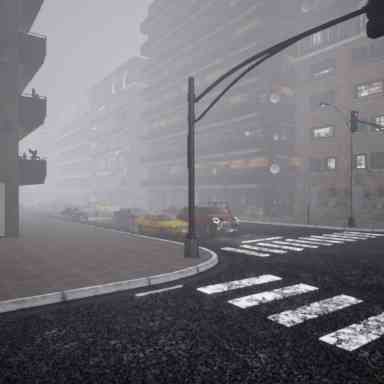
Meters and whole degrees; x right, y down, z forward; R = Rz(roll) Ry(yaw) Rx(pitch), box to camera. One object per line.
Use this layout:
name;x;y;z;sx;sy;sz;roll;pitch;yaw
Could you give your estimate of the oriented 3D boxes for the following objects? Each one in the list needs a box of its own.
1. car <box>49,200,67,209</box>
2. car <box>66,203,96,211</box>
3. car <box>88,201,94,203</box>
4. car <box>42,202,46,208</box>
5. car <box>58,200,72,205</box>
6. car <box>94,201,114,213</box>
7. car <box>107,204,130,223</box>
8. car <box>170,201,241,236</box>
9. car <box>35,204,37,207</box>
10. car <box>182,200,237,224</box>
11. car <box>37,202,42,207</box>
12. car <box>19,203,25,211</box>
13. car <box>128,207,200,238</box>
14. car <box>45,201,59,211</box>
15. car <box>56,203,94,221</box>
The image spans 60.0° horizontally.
car;-28.574;2.623;70.824;2.192;1.841;5.009;-1;0;-36
car;-13.801;2.335;40.821;1.895;1.301;4.718;0;-1;-36
car;-16.464;2.307;55.000;2.097;1.767;4.553;0;-1;-36
car;-31.901;2.972;75.401;1.947;1.339;4.313;-1;0;-36
car;-19.605;2.530;54.197;2.033;1.411;5.357;0;-1;-36
car;-12.441;2.290;49.539;1.801;1.575;5.366;0;-1;-36
car;-5.141;2.017;28.901;2.033;1.411;5.357;0;-1;-36
car;0.891;1.635;20.630;2.097;1.767;4.553;0;-1;-36
car;-38.565;3.168;84.561;1.947;1.339;4.313;-1;0;-36
car;1.433;1.713;29.622;2.192;1.841;5.009;-1;0;-36
car;-35.236;3.049;79.980;1.887;1.381;4.507;-1;0;-36
car;-31.946;2.769;61.283;1.887;1.381;4.507;-1;0;-36
car;-1.837;1.833;19.942;1.752;1.417;4.829;-1;0;-36
car;-25.285;2.755;61.994;1.895;1.301;4.718;0;-1;-36
car;-11.940;2.163;33.814;1.887;1.381;4.507;-1;0;-36
